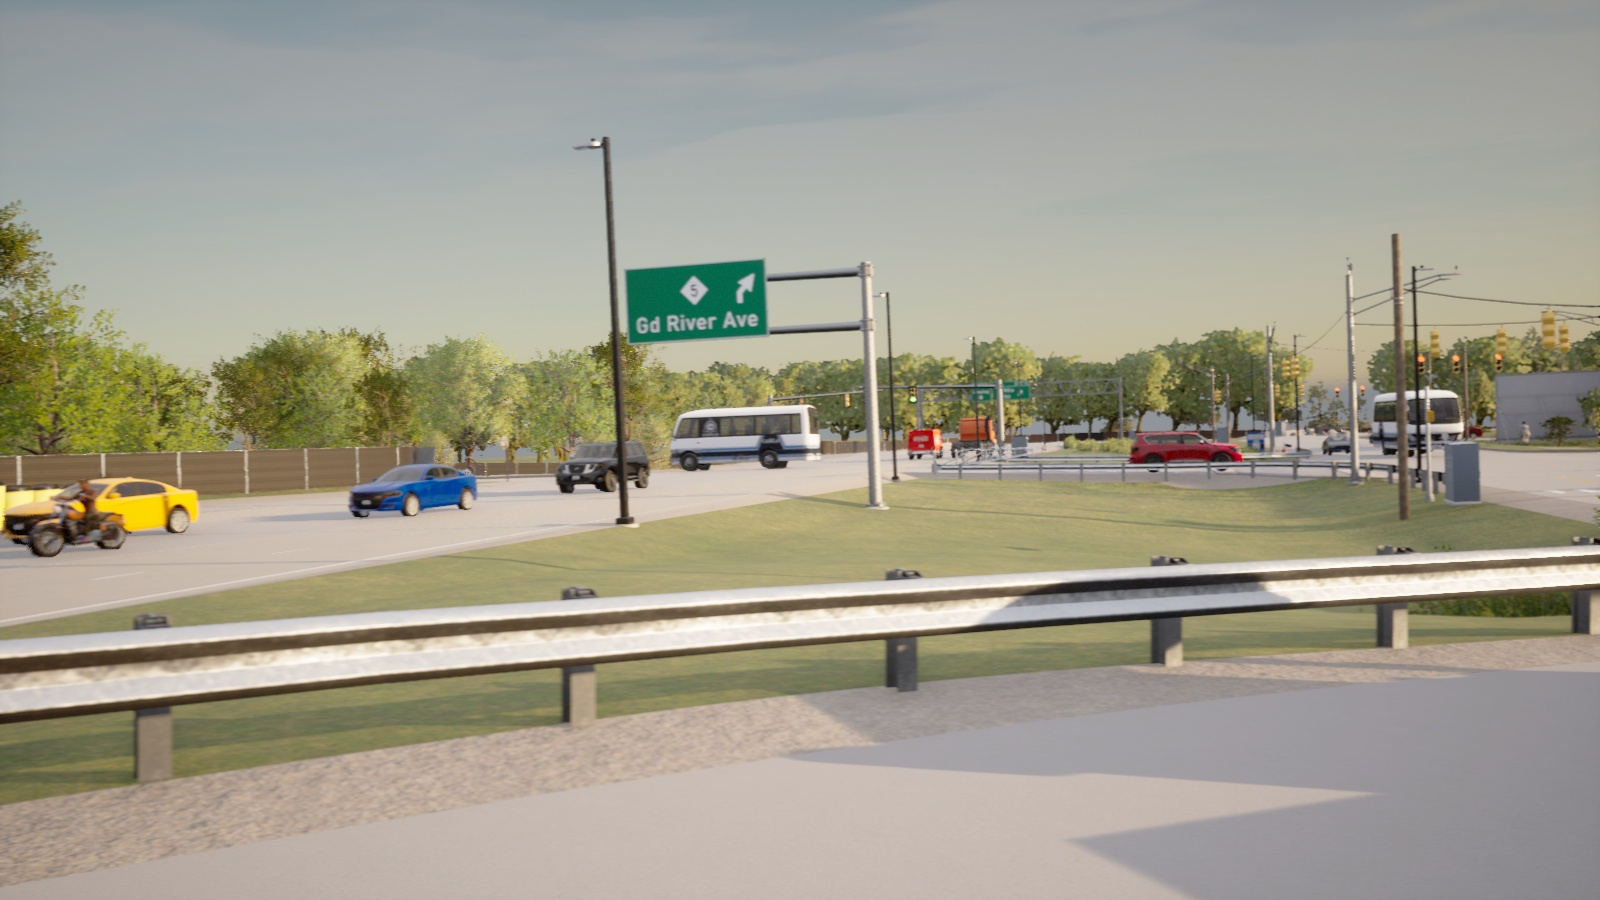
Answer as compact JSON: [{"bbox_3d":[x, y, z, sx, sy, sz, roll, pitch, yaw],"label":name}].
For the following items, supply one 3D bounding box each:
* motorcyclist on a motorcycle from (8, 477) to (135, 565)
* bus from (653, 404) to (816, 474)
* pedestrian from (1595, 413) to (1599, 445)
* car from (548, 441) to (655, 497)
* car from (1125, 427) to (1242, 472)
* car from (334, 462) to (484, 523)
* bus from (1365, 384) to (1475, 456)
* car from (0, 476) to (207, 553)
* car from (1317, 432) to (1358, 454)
[{"bbox_3d":[-15.191,1.457,26.275,0.766,1.649,2.350,-2,1,16],"label":"motorcyclist on a motorcycle"},{"bbox_3d":[-4.433,-0.723,86.081,10.273,4.253,3.944,-2,0,15],"label":"bus"},{"bbox_3d":[50.613,-1.331,78.870,0.659,1.952,0.873,-4,2,-37],"label":"pedestrian"},{"bbox_3d":[-8.076,0.717,51.689,2.150,2.045,5.566,-2,0,16],"label":"car"},{"bbox_3d":[19.574,-0.030,64.170,5.566,2.045,2.150,-2,1,17],"label":"car"},{"bbox_3d":[-11.813,1.243,38.321,1.882,1.535,5.008,-2,0,16],"label":"car"},{"bbox_3d":[40.326,-1.931,82.153,3.944,4.253,10.273,-3,1,12],"label":"bus"},{"bbox_3d":[-17.411,1.541,31.306,1.882,1.535,5.008,-2,0,16],"label":"car"},{"bbox_3d":[38.779,-0.543,90.679,2.033,1.411,5.357,-2,1,16],"label":"car"}]
